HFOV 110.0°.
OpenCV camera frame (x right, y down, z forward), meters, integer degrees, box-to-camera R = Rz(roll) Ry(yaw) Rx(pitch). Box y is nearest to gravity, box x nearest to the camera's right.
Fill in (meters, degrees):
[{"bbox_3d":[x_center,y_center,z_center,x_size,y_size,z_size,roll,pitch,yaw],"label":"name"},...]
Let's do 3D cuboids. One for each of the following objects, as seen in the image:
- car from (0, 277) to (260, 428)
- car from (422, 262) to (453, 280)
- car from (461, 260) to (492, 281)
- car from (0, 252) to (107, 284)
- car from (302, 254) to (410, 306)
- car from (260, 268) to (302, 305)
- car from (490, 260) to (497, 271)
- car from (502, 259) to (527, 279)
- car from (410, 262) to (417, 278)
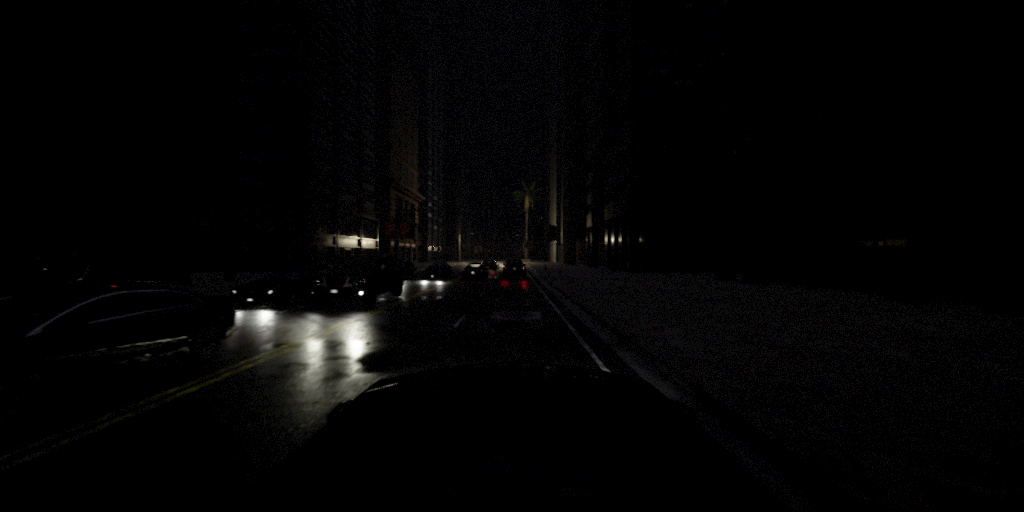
[{"bbox_3d":[-6.593,1.218,5.339,2.128,1.511,4.902,0,0,0],"label":"car"},{"bbox_3d":[-6.395,1.260,31.484,2.033,1.411,5.357,0,0,0],"label":"car"},{"bbox_3d":[-3.077,1.289,30.289,1.994,1.385,4.181,0,0,1],"label":"car"},{"bbox_3d":[-9.827,0.937,5.631,2.150,2.045,5.566,0,0,1],"label":"car"},{"bbox_3d":[-6.544,0.942,15.988,2.150,2.045,5.566,0,0,0],"label":"car"},{"bbox_3d":[-9.794,1.258,16.085,2.033,1.411,5.357,0,0,0],"label":"car"},{"bbox_3d":[-2.996,1.243,47.765,1.812,1.442,4.674,0,0,0],"label":"car"},{"bbox_3d":[0.210,1.086,32.323,2.097,1.767,4.553,0,0,0],"label":"car"},{"bbox_3d":[-9.650,1.216,31.177,1.837,1.490,4.892,0,0,0],"label":"car"}]
